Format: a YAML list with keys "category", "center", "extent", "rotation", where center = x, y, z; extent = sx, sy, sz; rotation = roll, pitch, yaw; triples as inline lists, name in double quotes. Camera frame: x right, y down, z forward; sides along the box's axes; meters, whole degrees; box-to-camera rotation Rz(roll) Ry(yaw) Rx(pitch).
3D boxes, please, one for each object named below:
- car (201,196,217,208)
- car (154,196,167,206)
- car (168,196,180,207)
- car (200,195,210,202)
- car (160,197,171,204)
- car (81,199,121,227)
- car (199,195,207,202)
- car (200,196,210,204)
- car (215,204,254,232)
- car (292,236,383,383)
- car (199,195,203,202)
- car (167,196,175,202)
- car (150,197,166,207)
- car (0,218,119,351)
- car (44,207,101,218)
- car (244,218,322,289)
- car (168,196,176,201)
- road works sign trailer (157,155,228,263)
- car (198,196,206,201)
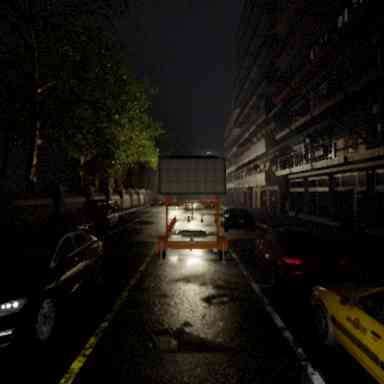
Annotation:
- category: "car"
  center: [2.747, 1.659, 48.374]
  extent: [1.887, 1.381, 4.507]
  rotation: [0, 0, 0]
- category: "car"
  center: [-5.620, 1.588, 59.643]
  extent: [1.967, 1.590, 4.097]
  rotation: [0, 0, 0]
- category: "car"
  center: [-2.935, 1.680, 54.619]
  extent: [2.033, 1.411, 5.357]
  rotation: [0, 0, 0]
- category: "car"
  center: [2.754, 1.676, 54.005]
  extent: [1.887, 1.381, 4.507]
  rotation: [0, 0, 0]
- category: "car"
  center: [-5.606, 1.735, 70.904]
  extent: [2.008, 1.369, 4.403]
  rotation: [0, 0, 0]
- category: "car"
  center: [-5.666, 1.357, 20.235]
  extent: [2.192, 1.841, 5.009]
  rotation: [0, 0, 0]
- category: "car"
  center: [2.793, 1.682, 87.786]
  extent: [1.967, 1.590, 4.097]
  rotation: [0, 0, 0]
- category: "car"
  center: [2.774, 1.624, 70.896]
  extent: [1.967, 1.590, 4.097]
  rotation: [0, 0, 0]
- category: "car"
  center: [2.714, 1.608, 20.224]
  extent: [1.947, 1.339, 4.313]
  rotation: [0, 0, 0]
- category: "car"
  center: [2.695, 1.532, 3.502]
  extent: [1.752, 1.417, 4.829]
  rotation: [0, 0, 0]
- category: "car"
  center: [2.760, 1.589, 59.634]
  extent: [1.967, 1.590, 4.097]
  rotation: [0, 0, 0]
- category: "car"
  center: [-5.587, 1.766, 87.625]
  extent: [1.752, 1.417, 4.829]
  rotation: [0, 0, 0]
- category: "car"
  center: [-5.627, 1.571, 54.015]
  extent: [1.967, 1.590, 4.097]
  rotation: [0, 0, 0]
- category: "car"
  center: [-3.091, 1.504, 6.478]
  extent: [2.128, 1.511, 4.902]
  rotation: [0, 0, 0]
- category: "car"
  center: [-5.673, 1.574, 14.602]
  extent: [1.887, 1.381, 4.507]
  rotation: [0, 0, 0]
- category: "car"
  center: [2.701, 1.600, 8.962]
  extent: [1.802, 1.307, 4.206]
  rotation: [0, 0, 0]
- category: "car"
  center: [-5.580, 1.813, 93.425]
  extent: [2.008, 1.369, 4.403]
  rotation: [0, 0, 0]
- category: "road works sign trailer"
  center: [0.015, 0.488, 11.989]
  extent: [2.380, 3.560, 2.880]
  rotation: [0, 0, 0]
- category: "car"
  center: [2.801, 1.829, 93.416]
  extent: [1.947, 1.339, 4.313]
  rotation: [0, 0, 0]
